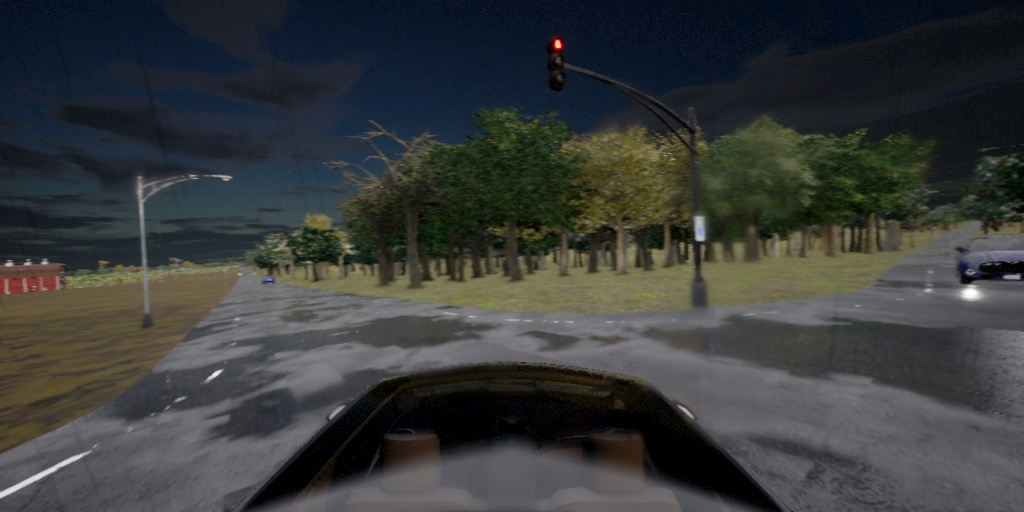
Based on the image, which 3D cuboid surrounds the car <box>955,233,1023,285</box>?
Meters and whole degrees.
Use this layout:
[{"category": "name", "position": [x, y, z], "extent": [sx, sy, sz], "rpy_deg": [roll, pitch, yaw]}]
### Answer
[{"category": "car", "position": [17.846, 0.031, 13.054], "extent": [4.553, 1.767, 2.097], "rpy_deg": [-2, 0, -41]}]
